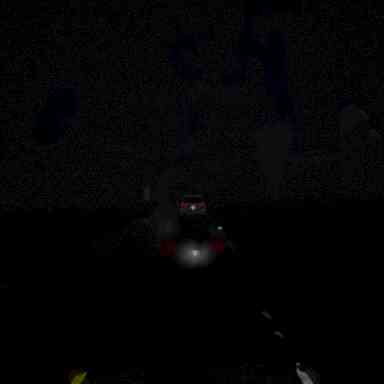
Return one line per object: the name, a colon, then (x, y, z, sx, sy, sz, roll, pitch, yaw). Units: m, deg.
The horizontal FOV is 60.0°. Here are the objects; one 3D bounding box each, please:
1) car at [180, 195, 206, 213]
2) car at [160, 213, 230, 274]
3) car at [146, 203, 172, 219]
car: (0.095, 1.311, 29.607, 2.150, 2.045, 5.566, 0, 0, 0)
car: (0.079, 1.599, 10.730, 1.994, 1.385, 4.181, 0, 0, 0)
car: (-2.840, 1.650, 29.476, 1.994, 1.385, 4.181, 0, 0, 0)
